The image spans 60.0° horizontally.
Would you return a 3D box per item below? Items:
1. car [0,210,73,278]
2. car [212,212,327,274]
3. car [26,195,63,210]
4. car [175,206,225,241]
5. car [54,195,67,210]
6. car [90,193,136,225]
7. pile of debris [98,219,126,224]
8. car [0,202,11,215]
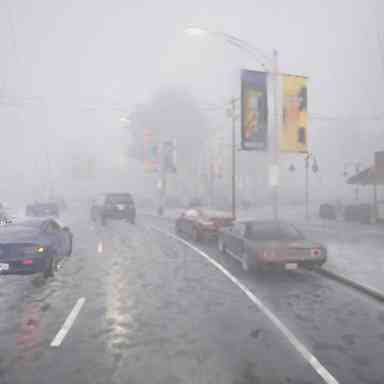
[{"bbox_3d":[-4.655,1.468,9.604,1.812,1.442,4.674,0,0,-11],"label":"car"},{"bbox_3d":[2.119,1.514,10.344,1.895,1.301,4.718,0,0,-8],"label":"car"},{"bbox_3d":[-12.513,1.306,27.657,1.882,1.535,5.008,0,0,-34],"label":"car"},{"bbox_3d":[0.574,1.402,15.862,2.002,1.452,4.674,0,0,-18],"label":"car"},{"bbox_3d":[-16.057,1.111,38.331,2.097,1.767,4.553,0,1,-37],"label":"car"},{"bbox_3d":[-5.492,1.068,22.729,2.150,2.045,5.566,0,0,-26],"label":"car"},{"bbox_3d":[-5.521,2.021,22.956,1.500,0.140,1.860,0,0,-26],"label":"pile of debris"},{"bbox_3d":[-13.206,1.378,21.901,1.837,1.490,4.892,0,0,-30],"label":"car"}]
